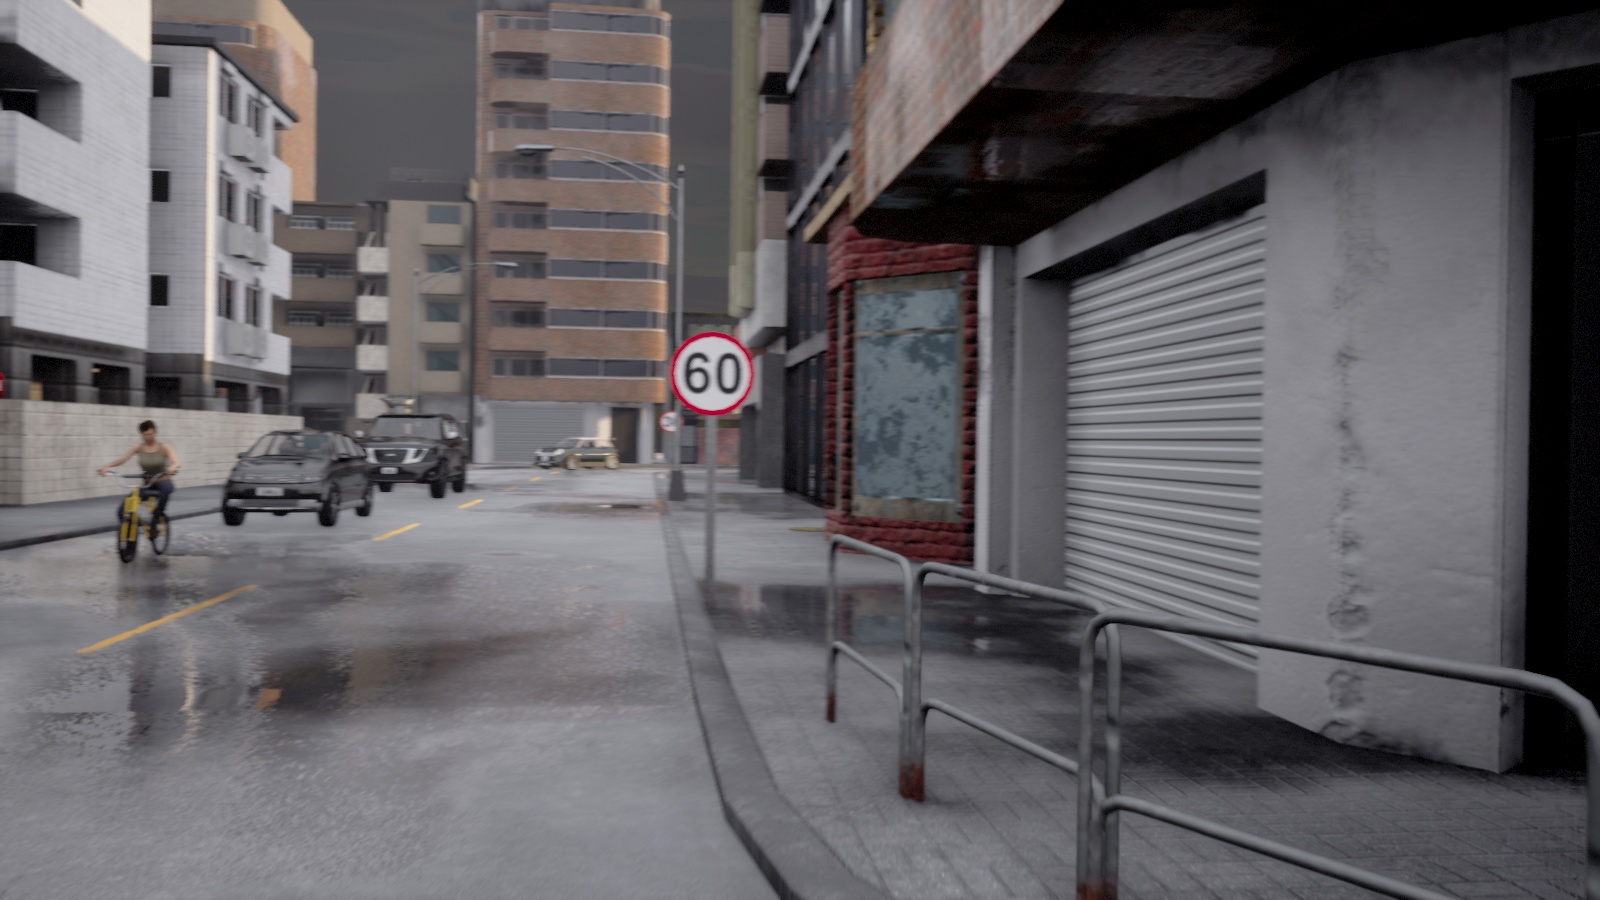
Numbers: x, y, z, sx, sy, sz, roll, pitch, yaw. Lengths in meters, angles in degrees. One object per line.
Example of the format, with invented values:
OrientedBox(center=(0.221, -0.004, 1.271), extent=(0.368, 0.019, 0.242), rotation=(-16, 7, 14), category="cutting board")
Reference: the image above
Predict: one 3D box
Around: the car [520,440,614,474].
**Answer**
OrientedBox(center=(-10.499, 0.307, 56.796), extent=(1.970, 1.475, 3.806), rotation=(0, 1, 37), category="car")

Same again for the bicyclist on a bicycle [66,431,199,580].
OrientedBox(center=(-7.612, 0.593, 14.395), extent=(0.866, 1.612, 1.509), rotation=(0, 0, -8), category="bicyclist on a bicycle")

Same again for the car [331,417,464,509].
OrientedBox(center=(-9.755, 0.256, 30.890), extent=(2.150, 2.045, 5.566), rotation=(0, 0, -8), category="car")

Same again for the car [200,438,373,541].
OrientedBox(center=(-8.467, 0.587, 21.042), extent=(1.789, 1.549, 3.705), rotation=(0, 0, -7), category="car")
